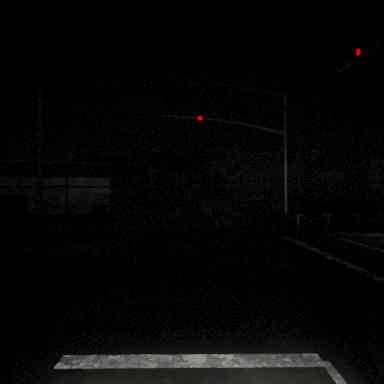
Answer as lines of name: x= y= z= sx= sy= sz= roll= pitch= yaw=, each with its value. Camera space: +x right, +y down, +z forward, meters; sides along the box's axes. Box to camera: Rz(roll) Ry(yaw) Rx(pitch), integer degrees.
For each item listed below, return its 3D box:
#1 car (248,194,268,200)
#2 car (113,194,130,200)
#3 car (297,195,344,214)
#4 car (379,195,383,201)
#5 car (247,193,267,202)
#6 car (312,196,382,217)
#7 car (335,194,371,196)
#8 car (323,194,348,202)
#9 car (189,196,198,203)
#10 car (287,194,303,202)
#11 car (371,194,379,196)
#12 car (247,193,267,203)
car: x=18.134 y=1.333 z=91.607 sx=4.902 sy=1.511 sz=2.128 roll=0 pitch=0 yaw=0
car: x=-19.401 y=1.332 z=91.583 sx=4.674 sy=1.442 sz=1.812 roll=0 pitch=0 yaw=0
car: x=13.017 y=1.330 z=31.395 sx=5.027 sy=1.636 sz=2.152 roll=0 pitch=0 yaw=0
car: x=38.723 y=1.153 z=62.638 sx=5.027 sy=1.636 sz=2.152 roll=0 pitch=0 yaw=0
car: x=13.450 y=1.077 z=68.978 sx=3.866 sy=1.878 sz=1.905 roll=0 pitch=0 yaw=0
car: x=13.080 y=1.339 z=28.258 sx=4.514 sy=1.523 sz=2.007 roll=0 pitch=0 yaw=0
car: x=20.651 y=1.320 z=43.266 sx=3.633 sy=1.501 sz=1.845 roll=0 pitch=0 yaw=0
car: x=31.317 y=1.298 z=72.693 sx=4.514 sy=1.523 sz=2.007 roll=0 pitch=0 yaw=0
car: x=0.273 y=1.547 z=69.680 sx=2.033 sy=1.411 sz=5.357 roll=0 pitch=0 yaw=0
car: x=21.329 y=1.097 z=65.718 sx=4.605 sy=1.855 sz=1.932 roll=0 pitch=0 yaw=0
car: x=38.378 y=1.232 z=69.054 sx=3.806 sy=1.475 sz=1.970 roll=0 pitch=0 yaw=0
car: x=12.850 y=1.361 z=65.652 sx=3.806 sy=1.475 sz=1.970 roll=0 pitch=0 yaw=0
